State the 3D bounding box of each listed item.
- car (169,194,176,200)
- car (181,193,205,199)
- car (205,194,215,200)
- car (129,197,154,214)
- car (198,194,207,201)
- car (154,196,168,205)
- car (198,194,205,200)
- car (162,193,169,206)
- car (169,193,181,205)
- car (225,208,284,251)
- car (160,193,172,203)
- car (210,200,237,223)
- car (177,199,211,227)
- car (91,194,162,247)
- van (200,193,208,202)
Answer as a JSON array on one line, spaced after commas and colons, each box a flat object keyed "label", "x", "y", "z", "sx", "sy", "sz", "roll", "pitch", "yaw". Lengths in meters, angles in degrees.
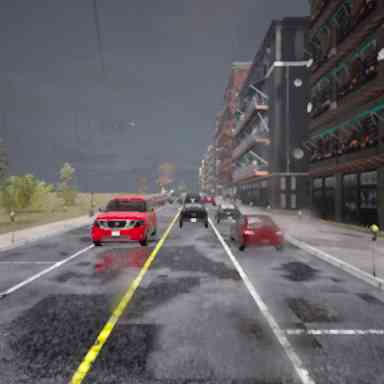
[{"label": "car", "x": -5.296, "y": 1.398, "z": 90.695, "sx": 1.752, "sy": 1.417, "sz": 4.829, "roll": 1, "pitch": 0, "yaw": 0}, {"label": "car", "x": 0.102, "y": 1.161, "z": 41.229, "sx": 2.150, "sy": 2.045, "sz": 5.566, "roll": 0, "pitch": 0, "yaw": 0}, {"label": "car", "x": 2.582, "y": 1.241, "z": 52.477, "sx": 2.192, "sy": 1.841, "sz": 5.009, "roll": 1, "pitch": 0, "yaw": 0}, {"label": "car", "x": -5.301, "y": 1.390, "z": 35.502, "sx": 1.967, "sy": 1.590, "sz": 4.097, "roll": 1, "pitch": 0, "yaw": 0}, {"label": "car", "x": 2.584, "y": 1.328, "z": 80.202, "sx": 1.967, "sy": 1.590, "sz": 4.097, "roll": 1, "pitch": 0, "yaw": 0}, {"label": "car", "x": -5.300, "y": 1.469, "z": 57.647, "sx": 2.008, "sy": 1.369, "sz": 4.403, "roll": 1, "pitch": 0, "yaw": 0}, {"label": "car", "x": 2.584, "y": 1.398, "z": 91.461, "sx": 1.752, "sy": 1.417, "sz": 4.829, "roll": 1, "pitch": 0, "yaw": 0}, {"label": "car", "x": -5.298, "y": 1.241, "z": 52.111, "sx": 2.192, "sy": 1.841, "sz": 5.009, "roll": 1, "pitch": 0, "yaw": 0}, {"label": "car", "x": -2.799, "y": 1.140, "z": 57.702, "sx": 2.150, "sy": 2.045, "sz": 5.566, "roll": 0, "pitch": 0, "yaw": 1}, {"label": "car", "x": 2.575, "y": 1.563, "z": 13.663, "sx": 1.802, "sy": 1.307, "sz": 4.206, "roll": 1, "pitch": 0, "yaw": 0}, {"label": "car", "x": -5.296, "y": 1.218, "z": 68.720, "sx": 2.192, "sy": 1.841, "sz": 5.009, "roll": 1, "pitch": 0, "yaw": 0}, {"label": "car", "x": 2.577, "y": 1.516, "z": 24.752, "sx": 2.008, "sy": 1.369, "sz": 4.403, "roll": 1, "pitch": 0, "yaw": 0}, {"label": "car", "x": 0.103, "y": 1.472, "z": 22.559, "sx": 1.837, "sy": 1.490, "sz": 4.892, "roll": 0, "pitch": 0, "yaw": 0}, {"label": "car", "x": -2.849, "y": 1.200, "z": 15.213, "sx": 2.150, "sy": 2.045, "sz": 5.566, "roll": 0, "pitch": 0, "yaw": 0}, {"label": "van", "x": 2.585, "y": 1.236, "z": 74.656, "sx": 1.690, "sy": 1.788, "sz": 3.998, "roll": 1, "pitch": 0, "yaw": 0}]
